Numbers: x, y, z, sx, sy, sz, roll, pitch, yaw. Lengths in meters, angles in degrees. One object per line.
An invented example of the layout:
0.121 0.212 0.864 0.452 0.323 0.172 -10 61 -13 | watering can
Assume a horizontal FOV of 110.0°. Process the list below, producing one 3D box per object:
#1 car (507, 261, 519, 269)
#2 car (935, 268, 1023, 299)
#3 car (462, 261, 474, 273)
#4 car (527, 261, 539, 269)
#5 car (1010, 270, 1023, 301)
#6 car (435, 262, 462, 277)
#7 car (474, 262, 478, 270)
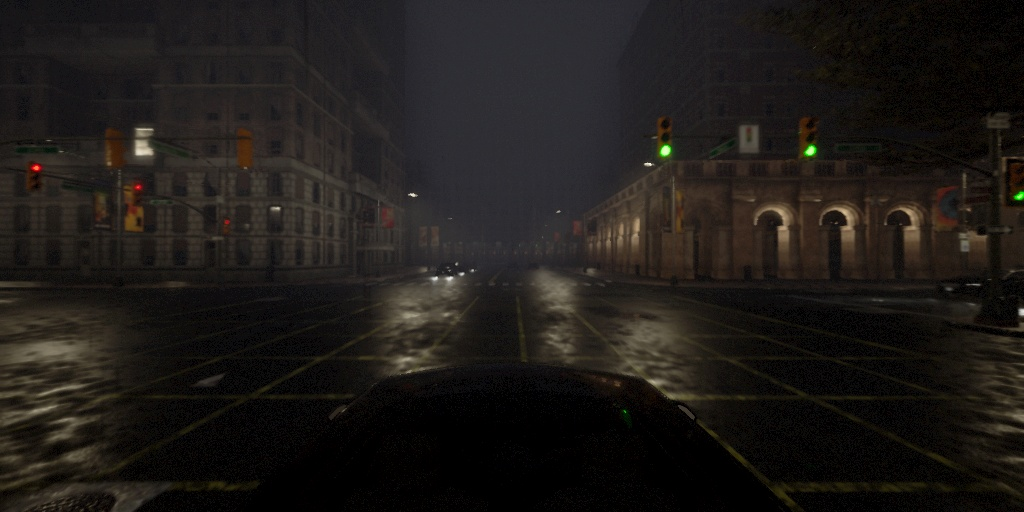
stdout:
0.190 1.634 62.948 1.994 1.385 4.181 0 0 1 | car
23.344 1.322 17.122 4.902 1.511 2.128 0 0 0 | car
-6.990 1.545 49.125 2.033 1.411 5.357 0 0 1 | car
3.690 1.562 62.873 2.128 1.511 4.902 0 0 1 | car
23.138 1.360 13.623 5.357 1.411 2.033 0 0 0 | car
-7.079 1.451 39.268 1.837 1.490 4.892 0 0 0 | car
-6.844 1.601 59.781 2.033 1.411 5.357 0 0 1 | car
